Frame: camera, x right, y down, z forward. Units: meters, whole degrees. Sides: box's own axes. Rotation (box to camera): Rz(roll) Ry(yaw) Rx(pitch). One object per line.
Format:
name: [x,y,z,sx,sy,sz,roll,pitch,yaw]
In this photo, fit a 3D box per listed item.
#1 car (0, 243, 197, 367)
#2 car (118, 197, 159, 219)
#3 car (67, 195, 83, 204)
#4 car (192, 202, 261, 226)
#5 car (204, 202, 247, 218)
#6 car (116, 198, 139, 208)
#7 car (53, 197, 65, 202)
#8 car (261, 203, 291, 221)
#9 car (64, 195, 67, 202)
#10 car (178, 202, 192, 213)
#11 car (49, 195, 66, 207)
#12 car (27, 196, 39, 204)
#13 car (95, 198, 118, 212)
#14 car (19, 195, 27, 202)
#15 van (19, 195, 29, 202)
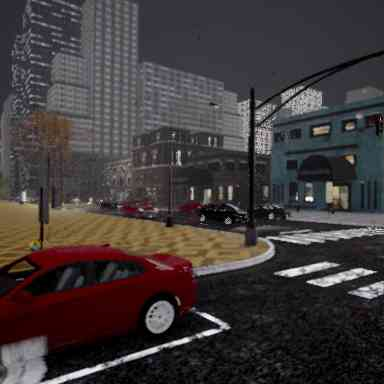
car: [-2.021,1.543,5.065,4.507,1.381,1.887,0,1,-35]
car: [-4.478,1.465,28.775,1.967,1.590,4.097,1,-1,-35]
car: [-26.029,1.895,74.828,1.752,1.417,4.829,1,-1,-35]
car: [2.312,1.526,23.754,1.837,1.490,4.892,1,-1,-35]
car: [3.226,1.694,32.823,1.947,1.339,4.313,1,-1,-35]
car: [-10.086,1.676,51.904,1.967,1.590,4.097,1,-1,-35]
car: [-35.415,2.000,88.378,2.008,1.369,4.403,1,-1,-35]
car: [6.347,1.653,28.316,2.008,1.369,4.403,1,-1,-35]
car: [-32.253,1.737,83.817,2.192,1.841,5.009,1,-1,-35]
car: [0.105,1.735,37.327,1.802,1.307,4.206,1,-1,-35]
car: [-23.240,1.708,56.086,1.752,1.417,4.829,1,-1,-35]
car: [-32.819,1.830,69.915,1.947,1.339,4.313,1,-1,-35]
car: [-9.842,1.613,41.324,2.128,1.511,4.902,1,-1,-35]
car: [-39.045,1.842,78.902,1.752,1.417,4.829,1,-1,-35]
van: [-42.302,1.686,83.606,1.690,1.788,3.998,1,-1,-35]
